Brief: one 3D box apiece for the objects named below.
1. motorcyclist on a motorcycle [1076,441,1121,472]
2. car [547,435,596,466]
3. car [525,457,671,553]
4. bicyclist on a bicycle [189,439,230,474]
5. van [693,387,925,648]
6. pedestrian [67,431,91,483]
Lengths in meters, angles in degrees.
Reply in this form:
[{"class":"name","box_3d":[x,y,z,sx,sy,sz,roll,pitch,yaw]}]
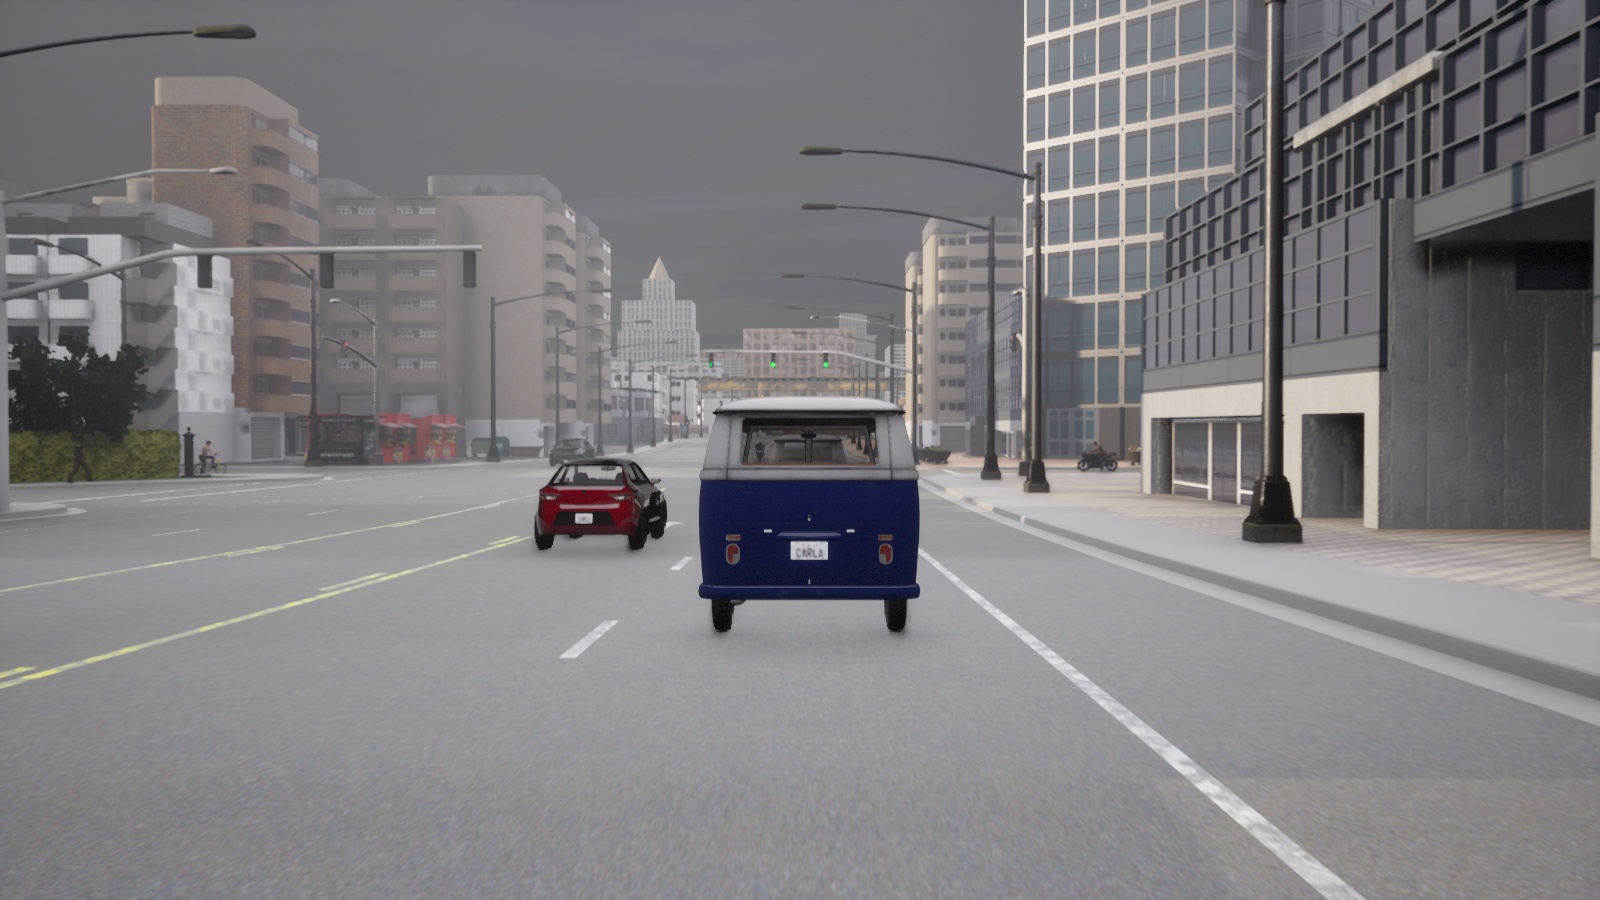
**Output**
[{"class":"motorcyclist on a motorcycle","box_3d":[14.648,0.317,61.700,2.044,1.523,0.797,0,1,1]},{"class":"car","box_3d":[-13.557,0.024,74.734,2.097,1.767,4.553,0,1,0]},{"class":"car","box_3d":[-3.361,0.865,21.674,1.816,1.474,4.193,0,0,0]},{"class":"bicyclist on a bicycle","box_3d":[-27.638,0.297,58.779,1.509,1.612,0.866,0,1,1]},{"class":"van","box_3d":[0.083,0.540,11.812,1.775,1.987,4.442,0,-1,0]},{"class":"pedestrian","box_3d":[-26.643,0.251,46.422,0.692,1.930,0.395,-1,1,-42]}]
